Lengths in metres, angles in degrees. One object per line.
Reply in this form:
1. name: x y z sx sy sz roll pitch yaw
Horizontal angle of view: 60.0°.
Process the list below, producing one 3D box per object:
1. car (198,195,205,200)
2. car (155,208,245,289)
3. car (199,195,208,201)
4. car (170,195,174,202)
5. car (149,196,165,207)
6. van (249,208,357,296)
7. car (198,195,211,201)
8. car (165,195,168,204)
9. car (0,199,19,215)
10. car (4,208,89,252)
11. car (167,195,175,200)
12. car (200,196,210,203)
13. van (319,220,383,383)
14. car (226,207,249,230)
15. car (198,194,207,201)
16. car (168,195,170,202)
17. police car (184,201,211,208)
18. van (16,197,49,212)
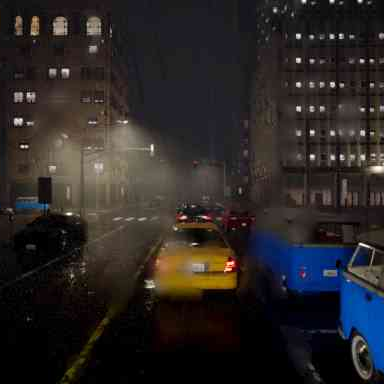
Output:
1. car: 2.709 1.472 91.663 1.752 1.417 4.829 1 0 0
2. car: 0.098 1.458 9.095 1.801 1.575 5.366 0 0 0
3. car: 2.708 1.510 80.189 2.008 1.369 4.403 1 0 0
4. car: -5.673 1.517 74.539 2.008 1.369 4.403 1 0 0
5. car: -5.676 1.572 51.933 1.802 1.307 4.206 1 0 0
6. van: 2.704 1.343 8.335 1.690 1.788 3.998 1 0 0
7. car: 2.706 1.529 63.235 2.008 1.369 4.403 1 0 0
8. car: -5.673 1.425 57.586 1.967 1.590 4.097 1 0 0
9. car: -19.840 1.620 32.423 4.403 1.369 2.008 0 0 1
10. car: -5.679 1.567 13.918 1.947 1.339 4.313 1 0 0
11. car: -5.671 1.472 91.325 1.752 1.417 4.829 1 0 0
12. car: 2.707 1.517 68.886 1.887 1.381 4.507 1 0 0
13. van: 2.704 1.342 2.758 1.690 1.788 3.998 1 0 0
14. car: 2.702 1.545 19.488 1.887 1.381 4.507 1 0 0
15. car: 2.710 1.393 85.841 1.967 1.590 4.097 1 0 0
16. car: -5.674 1.560 63.237 1.802 1.307 4.206 1 0 0
17. police car: 0.106 1.505 19.415 2.038 1.542 4.974 0 0 0
18. van: -19.732 1.525 40.804 3.998 1.788 1.690 0 0 1
